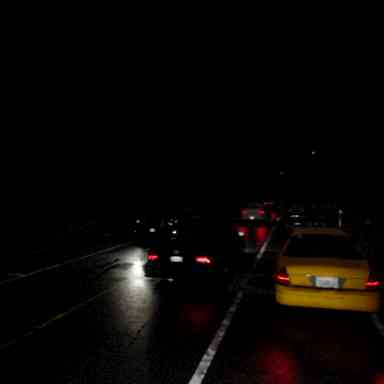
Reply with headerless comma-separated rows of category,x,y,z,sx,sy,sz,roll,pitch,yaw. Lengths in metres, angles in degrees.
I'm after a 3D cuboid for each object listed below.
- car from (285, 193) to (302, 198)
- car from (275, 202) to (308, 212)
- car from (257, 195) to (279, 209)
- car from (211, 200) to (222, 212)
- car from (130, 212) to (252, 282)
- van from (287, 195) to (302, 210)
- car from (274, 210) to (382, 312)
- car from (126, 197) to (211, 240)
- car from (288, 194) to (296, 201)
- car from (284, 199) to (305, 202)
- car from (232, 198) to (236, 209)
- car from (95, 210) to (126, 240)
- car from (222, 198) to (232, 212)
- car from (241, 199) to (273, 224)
car,11.170,1.279,36.320,2.192,1.841,5.009,-1,0,17
car,6.406,1.529,20.448,2.008,1.369,4.403,-1,0,17
car,9.160,1.485,39.217,2.128,1.511,4.902,-1,0,17
car,1.417,1.650,33.473,1.802,1.307,4.206,-1,0,17
car,0.372,1.568,9.941,2.033,1.411,5.357,-1,0,17
van,12.759,1.300,41.610,1.690,1.788,3.998,-1,0,17
car,2.931,1.443,7.868,1.801,1.575,5.366,-1,0,17
car,-0.905,1.274,16.833,2.150,2.045,5.566,-1,0,17
car,25.111,1.390,83.727,1.967,1.590,4.097,-1,0,15
car,7.995,1.524,25.738,2.008,1.369,4.403,-1,0,17
car,4.593,1.498,44.057,1.967,1.590,4.097,-1,0,17
car,-3.351,1.648,17.598,1.947,1.339,4.313,-1,0,17
car,3.006,1.629,38.765,1.947,1.339,4.313,-1,0,17
car,4.754,1.534,24.889,1.812,1.442,4.674,-1,0,17
